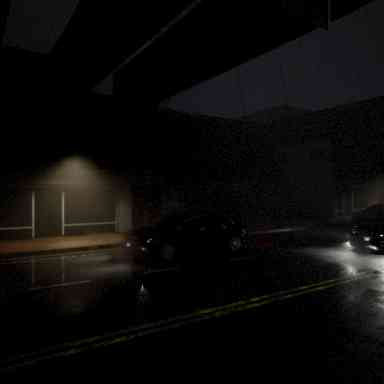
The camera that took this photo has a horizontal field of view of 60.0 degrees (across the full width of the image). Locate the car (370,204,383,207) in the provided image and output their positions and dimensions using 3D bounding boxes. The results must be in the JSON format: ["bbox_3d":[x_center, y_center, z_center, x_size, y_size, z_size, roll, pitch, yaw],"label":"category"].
[{"bbox_3d":[11.498,1.477,19.905,5.008,1.535,1.882,0,0,-33],"label":"car"}]

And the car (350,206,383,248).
[{"bbox_3d":[8.585,1.504,13.779,4.892,1.490,1.837,0,0,-33],"label":"car"}]

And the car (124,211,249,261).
[{"bbox_3d":[-0.066,1.505,12.297,4.892,1.490,1.837,0,0,-33],"label":"car"}]
